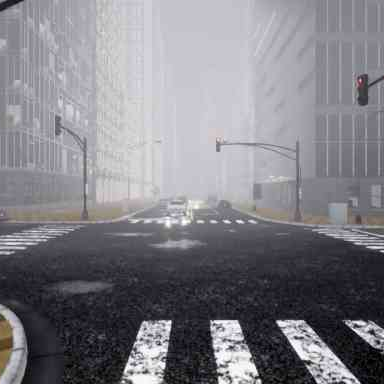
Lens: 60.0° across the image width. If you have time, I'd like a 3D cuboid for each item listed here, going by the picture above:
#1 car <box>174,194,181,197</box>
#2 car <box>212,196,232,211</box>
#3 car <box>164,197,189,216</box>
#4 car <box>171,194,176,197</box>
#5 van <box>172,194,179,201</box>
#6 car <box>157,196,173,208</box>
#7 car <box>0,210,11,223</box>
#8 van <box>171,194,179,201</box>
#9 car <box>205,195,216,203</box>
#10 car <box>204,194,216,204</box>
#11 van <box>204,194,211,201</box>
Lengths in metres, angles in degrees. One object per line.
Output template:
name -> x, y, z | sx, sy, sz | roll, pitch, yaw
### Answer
car -> -1.562, 1.512, 52.386 | 1.837, 1.490, 4.892 | 0, 0, 0
car -> 3.934, 1.579, 41.811 | 1.947, 1.339, 4.313 | 0, 0, 0
car -> -1.491, 1.543, 33.049 | 1.812, 1.442, 4.674 | 0, 0, 0
car -> -4.085, 1.564, 63.888 | 1.947, 1.339, 4.313 | 0, 0, 0
van -> -4.175, 1.315, 85.998 | 1.690, 1.788, 3.998 | 0, 0, 0
car -> -4.018, 1.593, 47.305 | 1.802, 1.307, 4.206 | 0, 0, 0
car -> -13.566, 1.321, 19.297 | 5.357, 1.411, 2.033 | 1, 0, -3
van -> -4.153, 1.321, 80.471 | 1.690, 1.788, 3.998 | 0, 0, 0
car -> 3.772, 1.432, 69.448 | 1.967, 1.590, 4.097 | 0, 0, 0
car -> 3.795, 1.313, 63.920 | 2.192, 1.841, 5.009 | 0, 0, 0
van -> 3.727, 1.321, 80.503 | 1.690, 1.788, 3.998 | 0, 0, 0
